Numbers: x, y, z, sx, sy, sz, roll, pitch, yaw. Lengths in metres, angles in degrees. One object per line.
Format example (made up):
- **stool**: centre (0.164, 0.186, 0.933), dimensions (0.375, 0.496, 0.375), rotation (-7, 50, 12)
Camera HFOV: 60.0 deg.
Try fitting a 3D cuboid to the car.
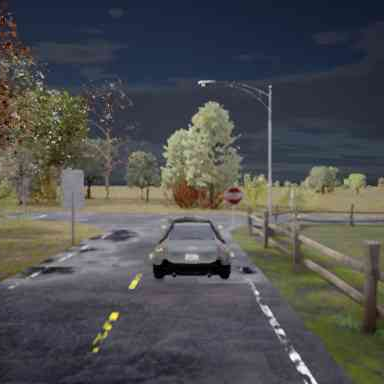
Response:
- **car**: centre (0.003, 1.474, 9.772), dimensions (1.994, 1.385, 4.181), rotation (0, 1, 0)
